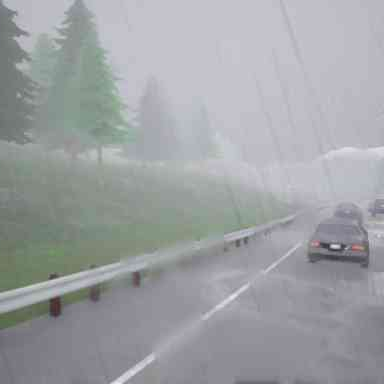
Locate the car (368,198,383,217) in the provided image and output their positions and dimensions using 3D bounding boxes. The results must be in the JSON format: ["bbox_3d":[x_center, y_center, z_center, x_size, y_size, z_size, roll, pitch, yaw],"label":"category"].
[{"bbox_3d":[20.903,1.706,36.504,2.150,2.045,5.566,0,0,26],"label":"car"}]

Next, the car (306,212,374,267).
[{"bbox_3d":[5.391,1.696,12.120,2.033,1.411,5.357,0,-1,27],"label":"car"}]

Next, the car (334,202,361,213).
[{"bbox_3d":[13.533,1.710,28.941,2.097,1.767,4.553,0,-1,25],"label":"car"}]

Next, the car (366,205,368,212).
[{"bbox_3d":[25.745,2.157,46.810,2.033,1.411,5.357,0,-1,25],"label":"car"}]
